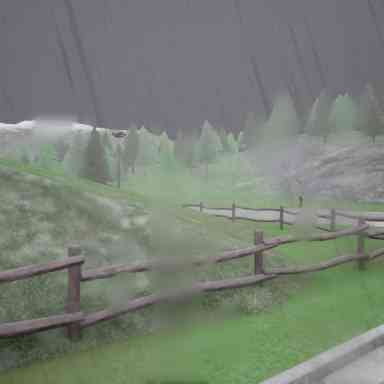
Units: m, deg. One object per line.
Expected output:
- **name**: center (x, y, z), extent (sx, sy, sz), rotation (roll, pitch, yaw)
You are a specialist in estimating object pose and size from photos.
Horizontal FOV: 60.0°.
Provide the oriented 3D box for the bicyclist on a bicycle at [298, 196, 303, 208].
- **bicyclist on a bicycle**: center (14.321, 1.302, 43.832), extent (0.582, 1.620, 1.656), rotation (0, 0, 34)
